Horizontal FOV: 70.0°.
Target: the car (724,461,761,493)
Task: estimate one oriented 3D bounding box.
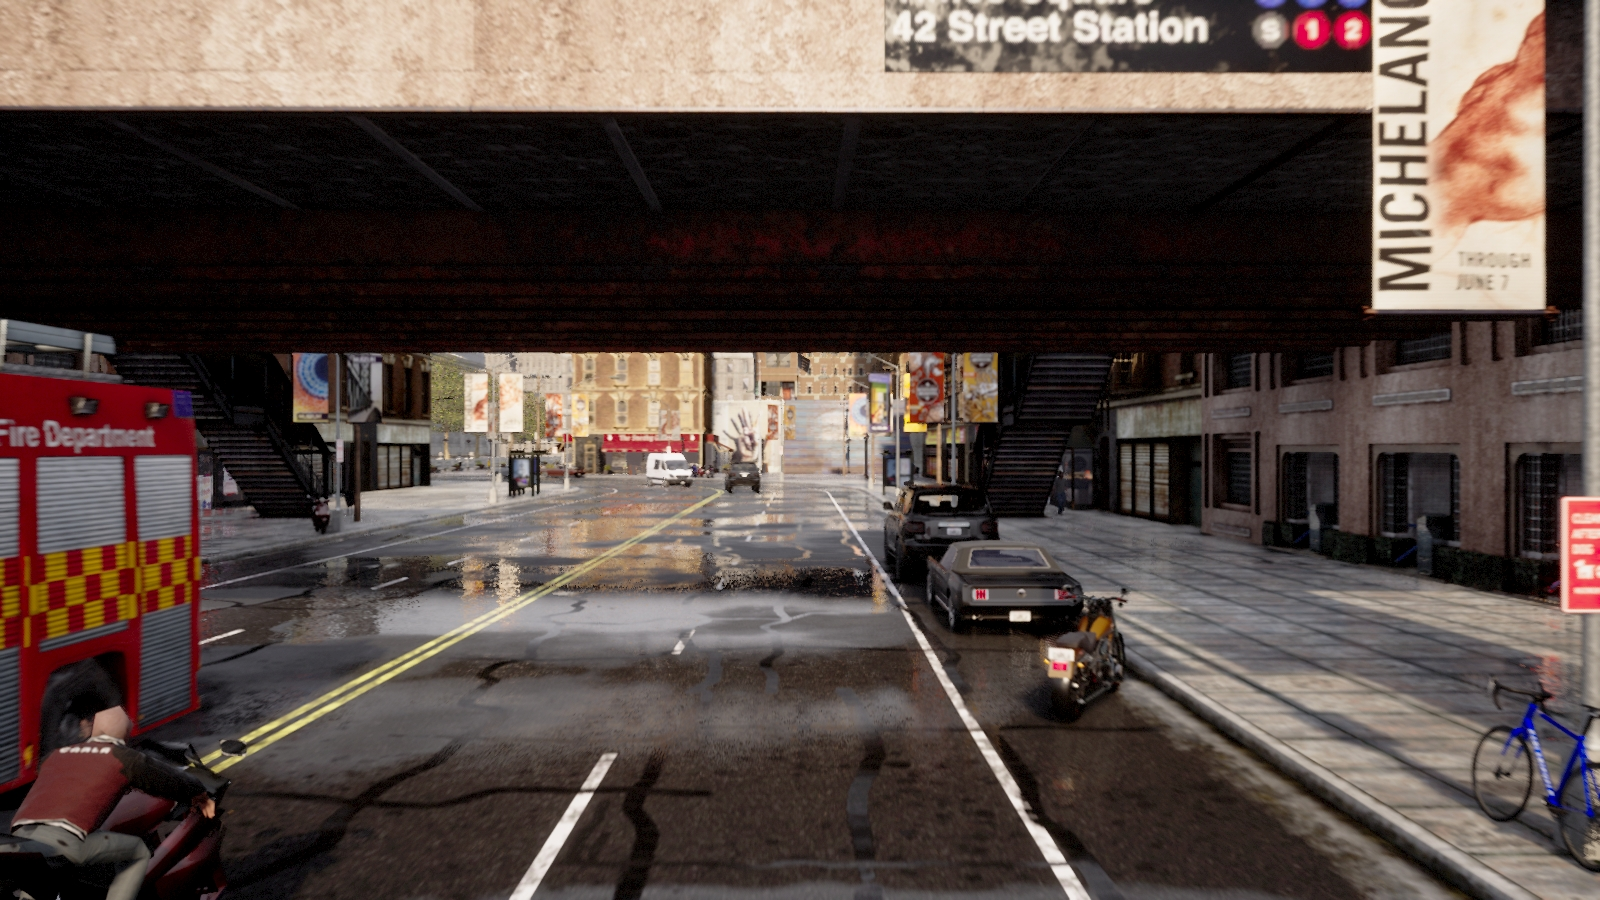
[{"bbox_3d":[-3.921,1.780,77.405,2.150,2.045,5.566,0,0,-7],"label":"car"}]

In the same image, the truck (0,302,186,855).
[{"bbox_3d":[-6.982,0.890,6.053,2.891,3.827,8.468,0,0,0],"label":"truck"}]

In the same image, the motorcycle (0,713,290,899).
[{"bbox_3d":[-3.498,2.205,5.753,0.867,1.251,2.209,0,0,0],"label":"motorcycle"}]

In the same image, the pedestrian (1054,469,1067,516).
[{"bbox_3d":[10.495,1.697,46.030,0.375,1.860,0.375,0,0,-6],"label":"pedestrian"}]
